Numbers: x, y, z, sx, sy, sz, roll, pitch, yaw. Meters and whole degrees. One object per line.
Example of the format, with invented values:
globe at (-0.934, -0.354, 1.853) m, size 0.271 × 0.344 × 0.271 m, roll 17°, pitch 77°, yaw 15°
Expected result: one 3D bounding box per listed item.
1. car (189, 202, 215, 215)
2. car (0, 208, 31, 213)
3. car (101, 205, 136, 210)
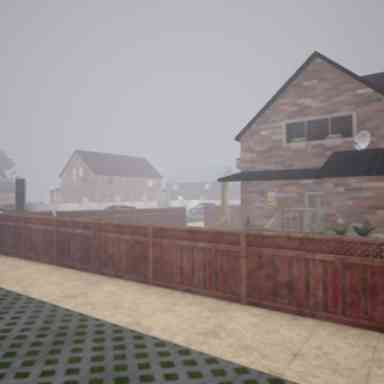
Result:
car at (1.512, 1.987, 40.195) m, size 1.812 × 1.442 × 4.674 m, roll -1°, pitch -1°, yaw 36°
car at (-12.091, 1.818, 21.083) m, size 1.837 × 1.490 × 4.892 m, roll -1°, pitch -1°, yaw 35°
car at (-6.637, 1.874, 28.749) m, size 1.837 × 1.490 × 4.892 m, roll -1°, pitch -1°, yaw 36°
